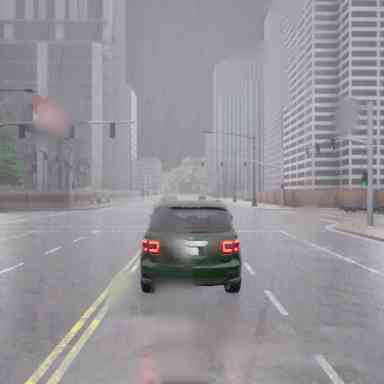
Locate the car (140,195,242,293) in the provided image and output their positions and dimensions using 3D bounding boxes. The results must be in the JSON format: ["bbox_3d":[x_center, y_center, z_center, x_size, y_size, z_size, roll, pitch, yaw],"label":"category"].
[{"bbox_3d":[-0.021,1.221,8.991,2.150,2.045,5.566,0,0,0],"label":"car"}]

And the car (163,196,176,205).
[{"bbox_3d":[-4.086,1.547,61.871,2.033,1.411,5.357,0,0,0],"label":"car"}]

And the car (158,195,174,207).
[{"bbox_3d":[-4.030,1.352,52.249,2.097,1.767,4.553,0,0,0],"label":"car"}]

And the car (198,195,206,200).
[{"bbox_3d":[2.731,1.500,90.601,1.837,1.490,4.892,0,0,0],"label":"car"}]

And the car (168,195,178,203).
[{"bbox_3d":[-4.110,1.500,72.176,1.837,1.490,4.892,0,0,0],"label":"car"}]

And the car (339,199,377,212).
[{"bbox_3d":[19.463,1.547,37.359,5.357,1.411,2.033,0,0,-1],"label":"car"}]

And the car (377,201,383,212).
[{"bbox_3d":[22.132,1.477,33.894,5.008,1.535,1.882,0,0,-1],"label":"car"}]
